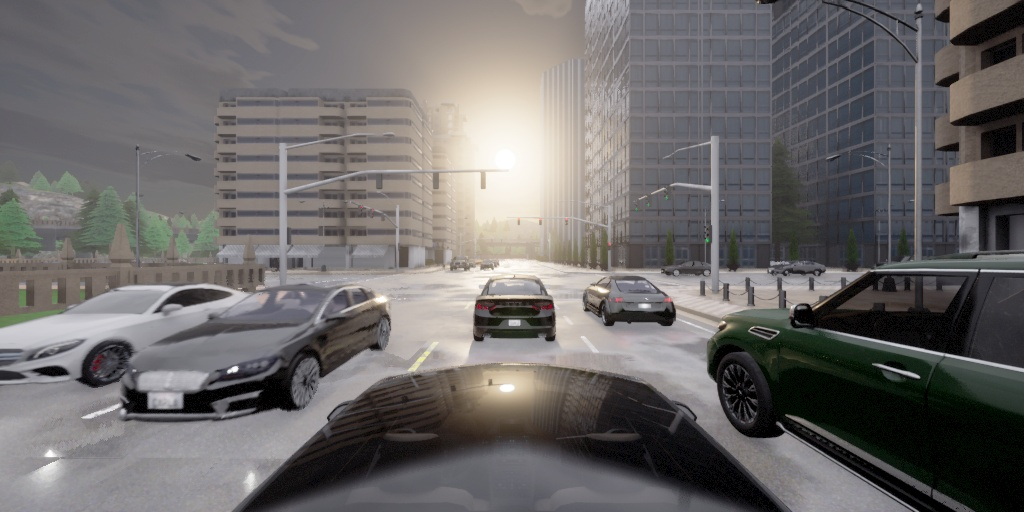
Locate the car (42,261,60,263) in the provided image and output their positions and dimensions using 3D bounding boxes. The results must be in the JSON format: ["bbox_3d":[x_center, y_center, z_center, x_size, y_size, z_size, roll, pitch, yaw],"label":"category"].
[{"bbox_3d":[-42.057,1.220,32.873,4.674,1.442,1.812,0,0,29],"label":"car"}]

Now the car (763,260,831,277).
[{"bbox_3d":[27.380,1.186,34.589,4.902,1.511,2.128,0,0,0],"label":"car"}]

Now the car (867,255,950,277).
[{"bbox_3d":[38.087,0.916,34.530,5.566,2.045,2.150,0,0,0],"label":"car"}]

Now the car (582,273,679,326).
[{"bbox_3d":[3.575,1.314,11.643,1.994,1.385,4.181,0,0,0],"label":"car"}]

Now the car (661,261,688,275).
[{"bbox_3d":[16.965,1.199,34.648,4.892,1.490,1.837,0,0,0],"label":"car"}]

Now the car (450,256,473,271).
[{"bbox_3d":[-7.114,0.972,49.599,2.150,2.045,5.566,0,0,0],"label":"car"}]

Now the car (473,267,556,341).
[{"bbox_3d":[0.066,1.228,9.864,1.882,1.535,5.008,0,0,0],"label":"car"}]

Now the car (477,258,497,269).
[{"bbox_3d":[-3.612,1.255,52.969,1.837,1.490,4.892,0,0,0],"label":"car"}]

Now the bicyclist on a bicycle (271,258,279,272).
[{"bbox_3d":[-26.094,0.995,39.820,0.582,1.620,1.656,0,0,7],"label":"bicyclist on a bicycle"}]

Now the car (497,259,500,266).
[{"bbox_3d":[-3.589,1.241,62.308,2.128,1.511,4.902,0,0,0],"label":"car"}]

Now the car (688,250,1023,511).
[{"bbox_3d":[3.601,0.971,2.288,2.150,2.045,5.566,0,0,0],"label":"car"}]

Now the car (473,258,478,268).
[{"bbox_3d":[-7.103,1.252,59.297,1.837,1.490,4.892,0,1,0],"label":"car"}]

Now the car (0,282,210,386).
[{"bbox_3d":[-7.089,1.276,7.079,1.812,1.442,4.674,0,0,0],"label":"car"}]

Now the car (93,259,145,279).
[{"bbox_3d":[-32.685,1.220,29.191,4.674,1.442,1.812,0,0,15],"label":"car"}]

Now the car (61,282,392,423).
[{"bbox_3d":[-3.601,1.241,6.177,2.128,1.511,4.902,0,0,0],"label":"car"}]

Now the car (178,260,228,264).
[{"bbox_3d":[-22.874,1.220,27.895,4.674,1.442,1.812,0,0,4],"label":"car"}]
